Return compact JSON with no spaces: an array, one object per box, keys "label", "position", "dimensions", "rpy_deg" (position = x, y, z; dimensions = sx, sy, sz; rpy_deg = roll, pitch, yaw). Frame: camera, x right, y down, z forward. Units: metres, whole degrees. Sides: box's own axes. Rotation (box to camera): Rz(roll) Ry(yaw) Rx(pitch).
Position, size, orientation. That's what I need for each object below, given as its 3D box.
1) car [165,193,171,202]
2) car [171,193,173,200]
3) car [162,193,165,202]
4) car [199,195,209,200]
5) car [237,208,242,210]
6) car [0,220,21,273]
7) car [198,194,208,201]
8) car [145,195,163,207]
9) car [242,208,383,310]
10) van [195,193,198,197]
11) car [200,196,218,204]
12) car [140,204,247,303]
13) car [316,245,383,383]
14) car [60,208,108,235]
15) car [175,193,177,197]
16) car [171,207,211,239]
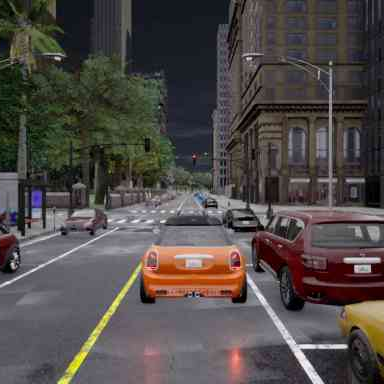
[{"label":"car","position":[-6.141,1.388,72.081],"dimensions":[1.967,1.590,4.097],"rpy_deg":[0,0,0]},{"label":"car","position":[-6.170,1.255,77.501],"dimensions":[2.192,1.841,5.009],"rpy_deg":[0,0,0]},{"label":"car","position":[-6.055,1.407,55.820],"dimensions":[1.967,1.590,4.097],"rpy_deg":[0,0,0]},{"label":"car","position":[2.499,1.538,50.425],"dimensions":[1.947,1.339,4.313],"rpy_deg":[0,0,0]},{"label":"car","position":[2.667,1.560,18.569],"dimensions":[1.947,1.339,4.313],"rpy_deg":[0,0,0]},{"label":"car","position":[-5.801,1.438,7.689],"dimensions":[1.967,1.590,4.097],"rpy_deg":[0,0,0]},{"label":"car","position":[2.469,1.492,56.016],"dimensions":[1.752,1.417,4.829],"rpy_deg":[0,0,0]},{"label":"car","position":[-6.026,1.523,50.400],"dimensions":[2.008,1.369,4.403],"rpy_deg":[0,0,0]},{"label":"car","position":[2.724,1.313,7.718],"dimensions":[2.192,1.841,5.009],"rpy_deg":[0,0,0]},{"label":"van","position":[2.326,1.272,82.947],"dimensions":[1.690,1.788,3.998],"rpy_deg":[0,0,0]},{"label":"car","position":[2.528,1.542,45.005],"dimensions":[1.947,1.339,4.313],"rpy_deg":[0,0,0]},{"label":"car","position":[0.032,1.350,8.339],"dimensions":[2.097,1.767,4.553],"rpy_deg":[0,0,0]},{"label":"car","position":[2.752,1.525,2.463],"dimensions":[1.752,1.417,4.829],"rpy_deg":[0,0,0]},{"label":"car","position":[-5.858,1.576,18.541],"dimensions":[1.802,1.307,4.206],"rpy_deg":[0,0,0]},{"label":"car","position":[-6.256,1.228,93.762],"dimensions":[2.192,1.841,5.009],"rpy_deg":[0,0,0]},{"label":"car","position":[-0.031,1.595,18.158],"dimensions":[1.895,1.301,4.718],"rpy_deg":[0,0,0]}]
